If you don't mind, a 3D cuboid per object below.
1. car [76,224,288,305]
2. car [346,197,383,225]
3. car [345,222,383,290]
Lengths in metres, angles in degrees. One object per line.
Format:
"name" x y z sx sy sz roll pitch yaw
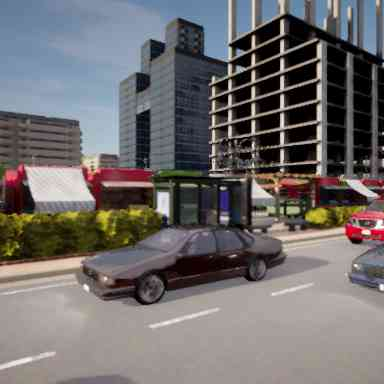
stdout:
"car" 0.043 1.548 8.263 5.357 1.411 2.033 0 0 -35
"car" 9.070 1.223 14.634 5.566 2.045 2.150 0 0 -35
"car" 6.094 1.548 8.225 5.357 1.411 2.033 0 0 -35
